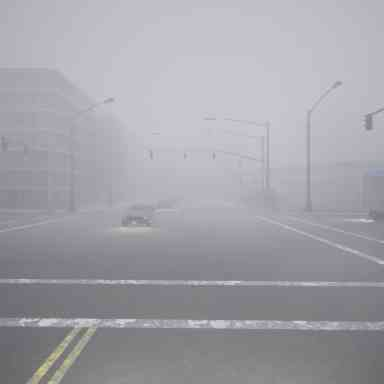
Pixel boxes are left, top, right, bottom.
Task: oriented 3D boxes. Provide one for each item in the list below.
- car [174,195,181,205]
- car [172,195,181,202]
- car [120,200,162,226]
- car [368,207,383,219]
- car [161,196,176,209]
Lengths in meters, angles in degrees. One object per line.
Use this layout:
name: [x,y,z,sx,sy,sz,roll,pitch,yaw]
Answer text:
car: [-3.536,1.477,59.621,1.882,1.535,5.008,0,0,0]
car: [-3.450,1.477,75.069,1.882,1.535,5.008,0,0,0]
car: [-3.580,1.516,23.285,2.033,1.411,5.357,0,0,0]
car: [16.420,1.564,26.479,4.181,1.385,1.994,0,0,0]
car: [-3.569,1.564,44.288,1.994,1.385,4.181,0,0,0]
